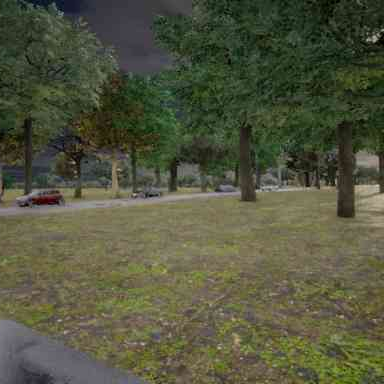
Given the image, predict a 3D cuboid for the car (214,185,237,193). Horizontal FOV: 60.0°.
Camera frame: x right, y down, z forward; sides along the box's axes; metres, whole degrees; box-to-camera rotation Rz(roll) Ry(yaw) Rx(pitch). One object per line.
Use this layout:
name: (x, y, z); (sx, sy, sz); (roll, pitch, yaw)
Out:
car: (6.047, -0.515, 59.649); (2.033, 1.411, 5.357); (-1, 2, 38)

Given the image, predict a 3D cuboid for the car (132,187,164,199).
car: (-5.877, 0.145, 44.304); (2.128, 1.511, 4.902); (-1, 2, 38)

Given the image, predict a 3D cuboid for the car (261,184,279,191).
car: (15.494, -0.862, 66.006); (1.895, 1.301, 4.718); (-1, 2, 37)

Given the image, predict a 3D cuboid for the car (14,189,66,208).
car: (-14.889, 0.586, 32.609); (2.097, 1.767, 4.553); (-1, 2, 38)
